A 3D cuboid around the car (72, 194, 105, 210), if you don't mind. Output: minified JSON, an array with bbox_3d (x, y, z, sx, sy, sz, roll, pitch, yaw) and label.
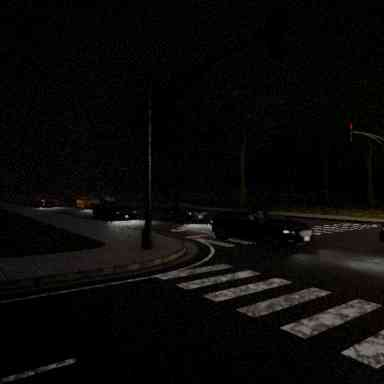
[{"bbox_3d":[-13.063,1.336,41.823,1.882,1.535,5.008,0,0,-36],"label":"car"}]

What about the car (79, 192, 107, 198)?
[{"bbox_3d":[-15.008,1.186,50.257,2.097,1.767,4.553,0,0,-35],"label":"car"}]

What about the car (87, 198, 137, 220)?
[{"bbox_3d":[-6.478,1.459,27.211,2.033,1.411,5.357,0,0,-36],"label":"car"}]

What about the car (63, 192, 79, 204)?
[{"bbox_3d":[-20.827,1.038,58.174,2.150,2.045,5.566,0,0,-36],"label":"car"}]

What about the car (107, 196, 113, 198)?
[{"bbox_3d":[-13.953,1.348,54.285,1.812,1.442,4.674,0,0,-36],"label":"car"}]

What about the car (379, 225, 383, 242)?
[{"bbox_3d":[9.020,1.510,11.386,1.812,1.442,4.674,0,0,-36],"label":"car"}]

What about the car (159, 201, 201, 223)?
[{"bbox_3d":[-0.791,1.450,24.917,1.812,1.442,4.674,0,0,-36],"label":"car"}]

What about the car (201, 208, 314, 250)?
[{"bbox_3d":[2.846,1.462,14.379,2.128,1.511,4.902,0,0,-36],"label":"car"}]

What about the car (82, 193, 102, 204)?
[{"bbox_3d":[-18.163,1.162,60.037,2.097,1.767,4.553,0,0,-36],"label":"car"}]

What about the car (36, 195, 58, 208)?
[{"bbox_3d":[-20.176,1.197,46.159,2.097,1.767,4.553,0,0,-35],"label":"car"}]
